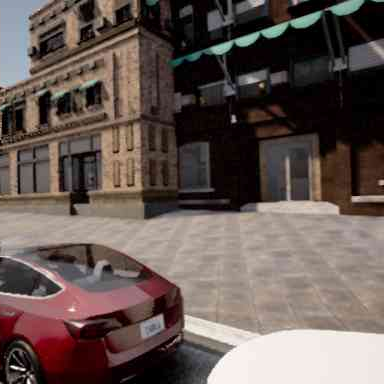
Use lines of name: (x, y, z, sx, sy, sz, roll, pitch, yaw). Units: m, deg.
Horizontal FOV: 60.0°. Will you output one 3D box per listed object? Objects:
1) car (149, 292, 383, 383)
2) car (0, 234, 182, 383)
car: (2.209, 1.520, 1.743, 4.674, 1.452, 2.002, 0, 0, 35)
car: (-2.335, 1.509, 4.980, 4.792, 1.488, 2.163, 0, 0, 35)
